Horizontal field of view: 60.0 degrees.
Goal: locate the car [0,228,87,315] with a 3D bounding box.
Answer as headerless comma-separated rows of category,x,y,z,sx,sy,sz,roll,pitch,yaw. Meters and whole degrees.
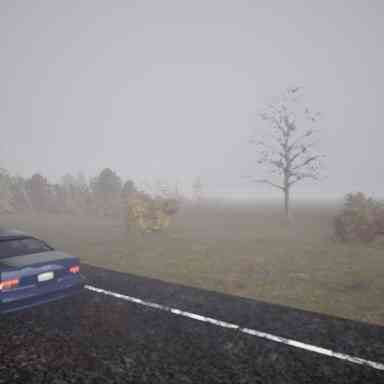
car,-4.598,1.532,7.337,5.357,1.411,2.033,0,0,36
